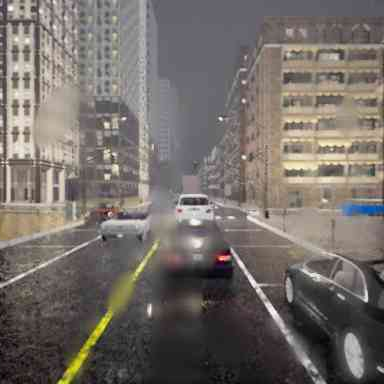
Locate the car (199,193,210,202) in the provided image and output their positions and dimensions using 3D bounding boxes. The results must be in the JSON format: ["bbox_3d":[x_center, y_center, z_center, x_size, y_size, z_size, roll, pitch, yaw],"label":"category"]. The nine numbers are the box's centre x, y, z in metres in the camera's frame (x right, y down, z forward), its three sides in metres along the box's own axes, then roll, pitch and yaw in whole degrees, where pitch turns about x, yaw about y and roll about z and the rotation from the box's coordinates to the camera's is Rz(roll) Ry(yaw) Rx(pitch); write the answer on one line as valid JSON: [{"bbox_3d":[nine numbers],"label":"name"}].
[{"bbox_3d":[2.699,1.088,71.203,2.192,1.841,5.009,0,0,0],"label":"car"}]

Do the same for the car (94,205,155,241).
[{"bbox_3d":[-3.032,1.544,16.324,1.895,1.301,4.718,0,0,1],"label":"car"}]

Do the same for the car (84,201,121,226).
[{"bbox_3d":[-5.688,1.363,22.076,1.967,1.590,4.097,0,0,0],"label":"car"}]

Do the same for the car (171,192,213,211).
[{"bbox_3d":[0.109,1.151,20.156,2.150,2.045,5.566,0,0,0],"label":"car"}]

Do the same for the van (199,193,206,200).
[{"bbox_3d":[2.701,1.069,87.855,1.690,1.788,3.998,0,0,0],"label":"van"}]

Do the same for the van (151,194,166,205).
[{"bbox_3d":[-5.684,1.162,54.550,1.690,1.788,3.998,0,0,0],"label":"van"}]

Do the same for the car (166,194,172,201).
[{"bbox_3d":[-5.681,1.284,76.584,1.752,1.417,4.829,0,0,0],"label":"car"}]

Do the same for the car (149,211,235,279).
[{"bbox_3d":[0.106,1.511,9.888,2.033,1.411,5.357,0,0,-1],"label":"car"}]

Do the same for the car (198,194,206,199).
[{"bbox_3d":[2.702,1.265,93.406,2.008,1.369,4.403,0,0,0],"label":"car"}]

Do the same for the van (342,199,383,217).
[{"bbox_3d":[16.935,1.591,32.807,3.998,1.788,1.690,1,-1,0],"label":"van"}]

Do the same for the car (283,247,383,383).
[{"bbox_3d":[2.691,1.532,5.129,2.008,1.369,4.403,0,0,0],"label":"car"}]

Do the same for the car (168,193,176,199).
[{"bbox_3d":[-5.679,1.154,93.406,1.967,1.590,4.097,0,0,0],"label":"car"}]
